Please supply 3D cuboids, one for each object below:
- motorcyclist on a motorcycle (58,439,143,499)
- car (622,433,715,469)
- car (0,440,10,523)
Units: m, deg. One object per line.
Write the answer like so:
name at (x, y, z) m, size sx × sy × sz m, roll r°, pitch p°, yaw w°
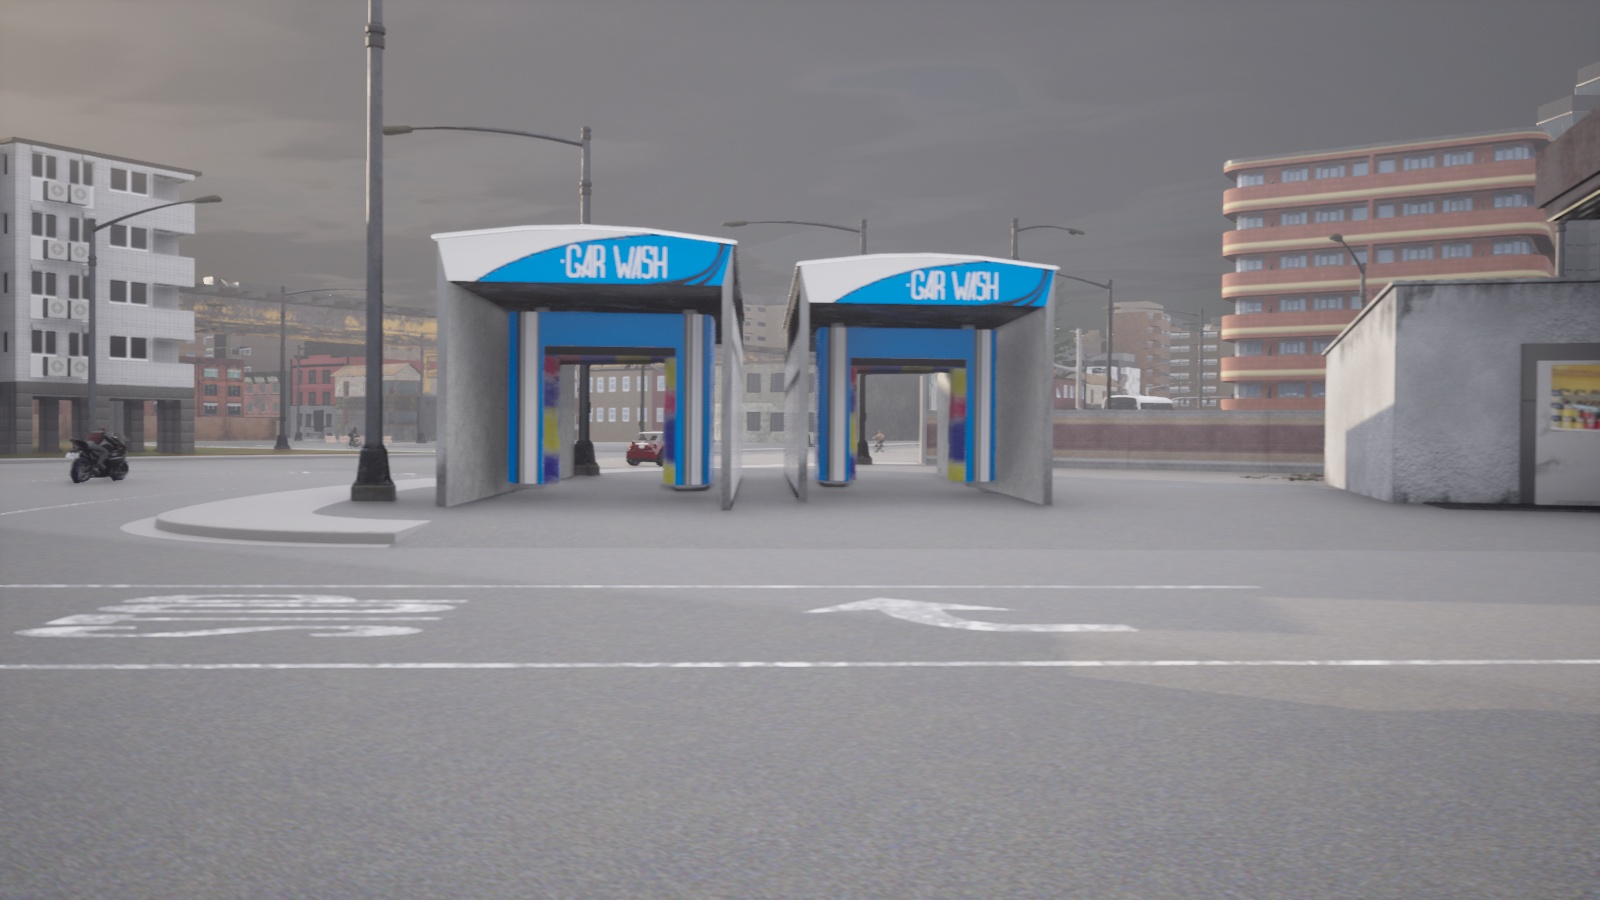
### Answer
motorcyclist on a motorcycle at (-18.542, 0.479, 33.362) m, size 0.866 × 1.530 × 2.191 m, roll 0°, pitch 1°, yaw 6°
car at (-5.615, 0.011, 53.998) m, size 1.970 × 1.475 × 3.806 m, roll 0°, pitch 1°, yaw 33°
car at (-14.847, 0.591, 20.516) m, size 1.837 × 1.490 × 4.892 m, roll 0°, pitch 1°, yaw -14°
